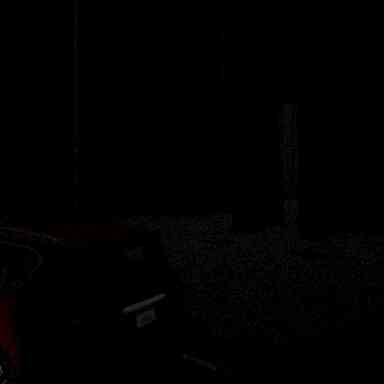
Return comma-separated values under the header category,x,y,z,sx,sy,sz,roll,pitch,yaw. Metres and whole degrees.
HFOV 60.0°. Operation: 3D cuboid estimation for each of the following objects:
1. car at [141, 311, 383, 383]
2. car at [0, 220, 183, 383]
category,x,y,z,sx,sy,sz,roll,pitch,yaw
car,2.093,1.542,1.470,4.507,1.381,1.887,0,0,35
car,-2.397,1.330,4.669,5.009,1.841,2.192,0,0,35
